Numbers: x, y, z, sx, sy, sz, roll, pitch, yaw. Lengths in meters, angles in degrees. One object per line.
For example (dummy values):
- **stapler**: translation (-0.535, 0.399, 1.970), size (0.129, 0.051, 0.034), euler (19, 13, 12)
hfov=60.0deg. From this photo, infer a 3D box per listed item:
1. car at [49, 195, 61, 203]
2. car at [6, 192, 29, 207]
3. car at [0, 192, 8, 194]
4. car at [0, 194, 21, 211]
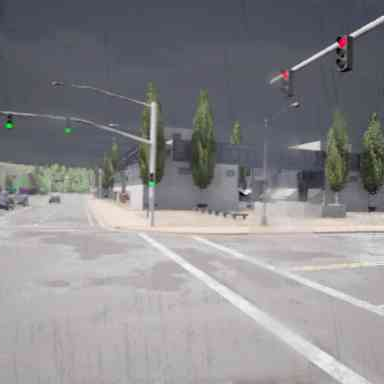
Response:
- **car**: translation (-24.967, 1.322, 60.735), size (2.033, 1.411, 5.357), euler (2, 0, -19)
- **car**: translation (-23.914, 1.199, 46.250), size (2.128, 1.511, 4.902), euler (2, 0, -18)
- **car**: translation (-29.468, 1.153, 51.814), size (2.033, 1.411, 5.357), euler (2, 0, -19)
- **car**: translation (-20.719, 1.271, 36.493), size (2.033, 1.411, 5.357), euler (2, 0, -18)
